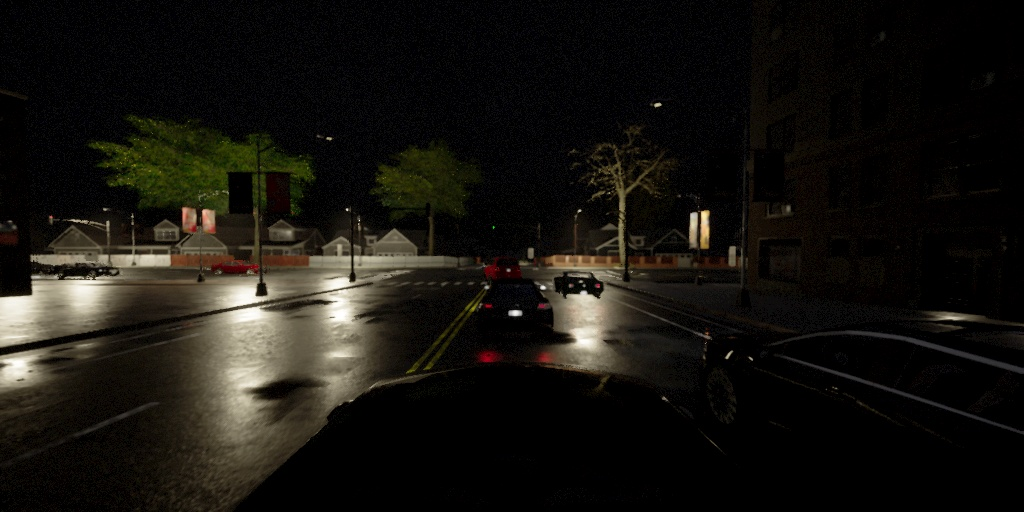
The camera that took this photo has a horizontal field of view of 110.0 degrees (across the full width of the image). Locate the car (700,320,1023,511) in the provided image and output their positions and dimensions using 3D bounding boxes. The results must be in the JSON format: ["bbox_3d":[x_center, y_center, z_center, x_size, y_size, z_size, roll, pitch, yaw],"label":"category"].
[{"bbox_3d":[3.349,1.245,2.729,2.128,1.511,4.902,0,0,0],"label":"car"}]

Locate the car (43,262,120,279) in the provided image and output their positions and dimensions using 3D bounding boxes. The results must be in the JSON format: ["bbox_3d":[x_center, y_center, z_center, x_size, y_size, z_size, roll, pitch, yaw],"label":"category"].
[{"bbox_3d":[-39.119,1.280,33.037,4.902,1.511,2.128,0,2,0],"label":"car"}]

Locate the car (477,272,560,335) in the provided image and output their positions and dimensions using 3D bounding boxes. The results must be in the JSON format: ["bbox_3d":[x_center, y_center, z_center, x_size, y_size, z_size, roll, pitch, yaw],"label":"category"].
[{"bbox_3d":[0.085,1.354,10.630,1.994,1.385,4.181,0,0,0],"label":"car"}]

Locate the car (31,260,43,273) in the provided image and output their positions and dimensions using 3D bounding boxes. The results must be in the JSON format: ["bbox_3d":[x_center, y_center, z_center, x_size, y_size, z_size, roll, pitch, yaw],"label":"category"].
[{"bbox_3d":[-49.565,1.167,36.375,4.892,1.490,1.837,0,2,0],"label":"car"}]

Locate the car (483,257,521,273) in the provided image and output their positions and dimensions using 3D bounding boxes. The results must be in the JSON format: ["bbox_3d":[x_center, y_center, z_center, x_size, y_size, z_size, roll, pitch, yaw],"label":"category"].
[{"bbox_3d":[-0.839,1.108,27.895,2.150,2.045,5.566,0,0,-13],"label":"car"}]

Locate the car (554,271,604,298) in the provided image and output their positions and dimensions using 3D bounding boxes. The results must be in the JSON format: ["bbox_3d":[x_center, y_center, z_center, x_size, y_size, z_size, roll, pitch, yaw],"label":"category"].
[{"bbox_3d":[3.327,1.435,18.858,1.895,1.301,4.718,0,0,0],"label":"car"}]

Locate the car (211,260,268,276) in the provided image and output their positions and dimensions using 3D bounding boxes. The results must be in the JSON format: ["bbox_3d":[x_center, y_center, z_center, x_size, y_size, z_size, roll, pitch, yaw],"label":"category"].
[{"bbox_3d":[-27.456,1.188,36.252,5.008,1.535,1.882,0,2,0],"label":"car"}]
